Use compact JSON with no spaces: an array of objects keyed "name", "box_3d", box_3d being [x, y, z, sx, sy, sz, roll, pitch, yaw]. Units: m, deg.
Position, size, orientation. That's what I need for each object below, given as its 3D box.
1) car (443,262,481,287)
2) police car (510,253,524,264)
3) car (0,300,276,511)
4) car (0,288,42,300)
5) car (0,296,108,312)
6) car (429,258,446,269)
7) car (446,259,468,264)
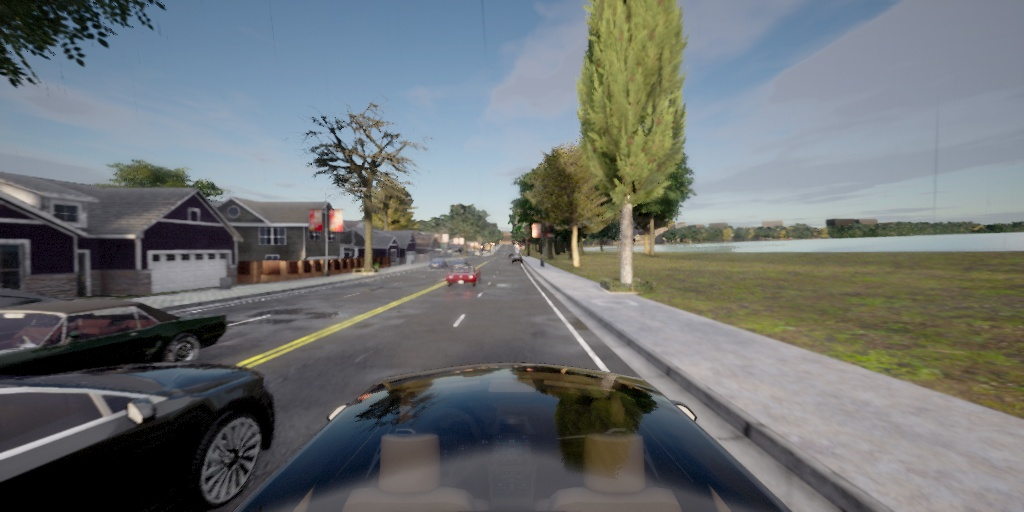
[{"name":"car","box_3d":[-3.148,1.321,24.371,1.895,1.301,4.718,0,0,0]},{"name":"police car","box_3d":[0.973,0.555,61.947,1.930,1.638,5.238,0,1,0]},{"name":"car","box_3d":[-3.148,1.241,1.422,2.128,1.511,4.902,0,0,0]},{"name":"car","box_3d":[-9.849,1.273,5.763,1.812,1.442,4.674,0,0,0]},{"name":"car","box_3d":[-6.600,1.348,4.890,1.895,1.301,4.718,0,0,0]},{"name":"car","box_3d":[-9.829,0.965,48.075,1.812,1.442,4.674,0,1,0]},{"name":"car","box_3d":[-6.587,1.034,45.495,2.033,1.411,5.357,0,1,0]}]
